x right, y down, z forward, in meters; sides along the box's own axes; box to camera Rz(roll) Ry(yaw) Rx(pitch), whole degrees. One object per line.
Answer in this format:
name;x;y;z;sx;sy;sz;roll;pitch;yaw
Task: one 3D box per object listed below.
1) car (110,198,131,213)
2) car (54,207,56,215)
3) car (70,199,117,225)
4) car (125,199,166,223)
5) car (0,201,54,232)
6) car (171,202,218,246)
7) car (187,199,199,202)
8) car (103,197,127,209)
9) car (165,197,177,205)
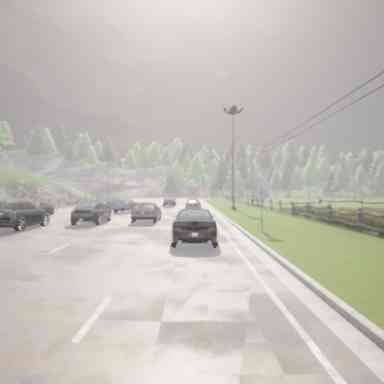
car;-6.959;1.494;35.478;2.033;1.411;5.357;0;0;0
car;-13.887;1.514;29.798;1.994;1.385;4.181;0;0;0
car;-6.982;1.469;23.396;1.837;1.490;4.892;0;0;0
car;-3.388;1.510;25.246;2.033;1.411;5.357;0;0;0
car;-10.391;1.317;19.884;2.097;1.767;4.553;0;0;0
car;0.106;1.457;15.112;1.882;1.535;5.008;0;0;0
car;0.119;1.495;38.286;2.033;1.411;5.357;0;0;0
car;-10.379;1.478;45.411;2.033;1.411;5.357;0;0;0
car;-3.376;1.454;50.718;1.812;1.442;4.674;0;0;0
